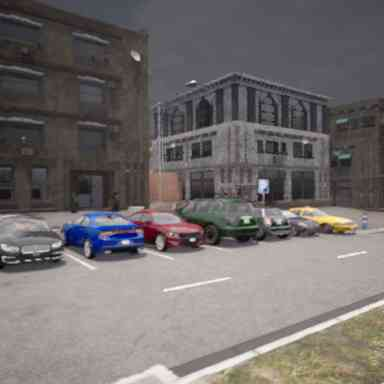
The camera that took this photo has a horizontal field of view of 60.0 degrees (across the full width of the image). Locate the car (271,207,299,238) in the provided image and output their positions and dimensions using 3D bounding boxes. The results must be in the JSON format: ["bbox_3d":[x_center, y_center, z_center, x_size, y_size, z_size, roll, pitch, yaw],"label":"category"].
[{"bbox_3d":[3.036,1.499,17.985,2.185,1.767,4.553,1,0,-36],"label":"car"}]

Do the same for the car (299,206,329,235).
[{"bbox_3d":[5.241,1.701,19.633,2.002,1.452,4.674,1,-1,-36],"label":"car"}]

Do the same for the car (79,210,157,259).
[{"bbox_3d":[-3.667,1.538,13.143,2.097,1.535,5.008,1,0,-36],"label":"car"}]

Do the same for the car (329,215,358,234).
[{"bbox_3d":[7.583,1.698,21.103,1.946,1.575,5.366,1,-1,-36],"label":"car"}]

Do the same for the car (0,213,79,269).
[{"bbox_3d":[-5.902,1.517,11.530,2.231,1.521,4.892,1,0,-36],"label":"car"}]

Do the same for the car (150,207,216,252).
[{"bbox_3d":[-1.444,1.563,14.772,2.097,1.535,5.008,1,0,-36],"label":"car"}]

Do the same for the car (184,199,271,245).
[{"bbox_3d":[0.773,1.341,16.415,2.435,2.045,5.566,1,0,-36],"label":"car"}]
